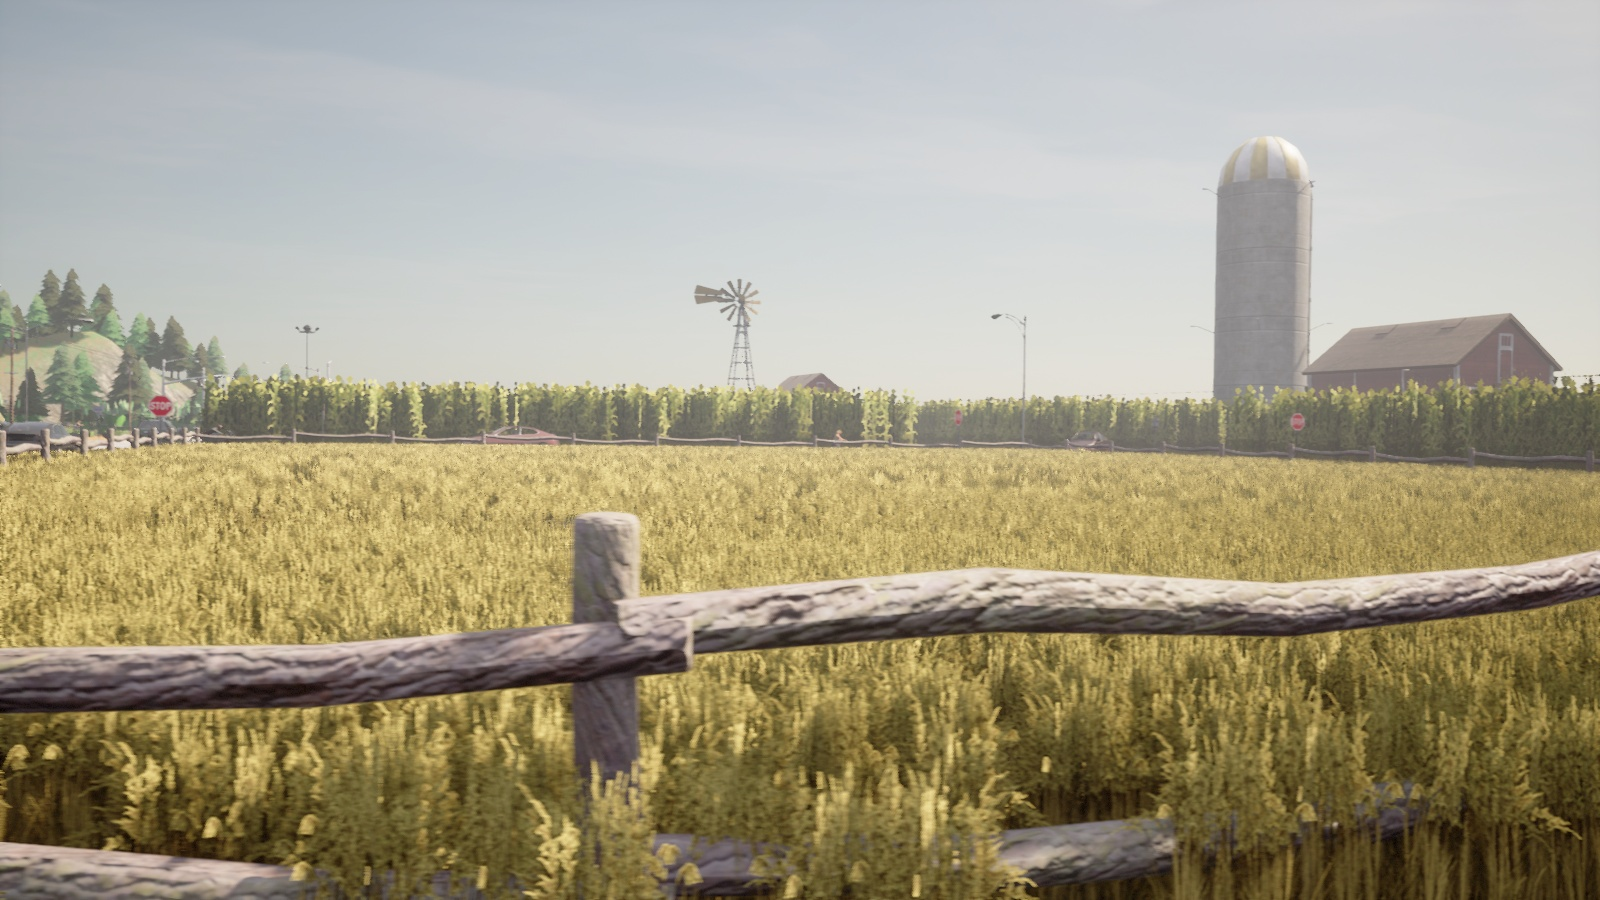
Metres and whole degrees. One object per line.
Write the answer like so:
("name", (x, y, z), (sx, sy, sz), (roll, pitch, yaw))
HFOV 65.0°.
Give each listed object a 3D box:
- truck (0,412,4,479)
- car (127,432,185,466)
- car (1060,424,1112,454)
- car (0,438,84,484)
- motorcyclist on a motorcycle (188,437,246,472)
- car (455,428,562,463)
("truck", (-30.289, -0.123, 44.153), (2.627, 2.467, 5.204), (-1, 1, -18))
("car", (-34.610, -0.090, 67.621), (2.097, 1.767, 4.553), (-1, 1, -19))
("car", (15.922, -0.637, 69.743), (1.851, 1.617, 3.988), (0, 1, 28))
("car", (-26.433, 0.350, 43.606), (1.837, 1.490, 4.892), (-1, 1, -19))
("motorcyclist on a motorcycle", (-25.983, 0.197, 55.996), (2.191, 1.530, 0.866), (-1, 0, -11))
("car", (-14.658, -0.241, 63.087), (5.027, 1.651, 2.152), (-1, 1, -19))
